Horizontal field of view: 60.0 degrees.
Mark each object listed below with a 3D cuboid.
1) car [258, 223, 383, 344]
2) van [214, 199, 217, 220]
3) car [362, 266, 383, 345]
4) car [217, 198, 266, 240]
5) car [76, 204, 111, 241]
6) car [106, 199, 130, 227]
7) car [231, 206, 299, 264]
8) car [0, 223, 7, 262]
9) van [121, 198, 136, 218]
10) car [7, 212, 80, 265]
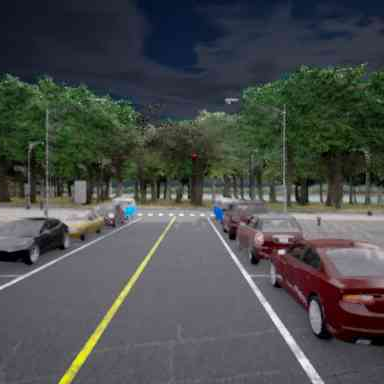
[{"bbox_3d":[2.748,1.561,6.466,1.887,1.381,4.507,0,0,0],"label":"car"},{"bbox_3d":[2.705,1.406,22.779,1.690,1.788,3.998,0,0,0],"label":"van"},{"bbox_3d":[2.762,1.527,1.198,1.752,1.417,4.829,0,0,0],"label":"car"},{"bbox_3d":[2.719,1.363,17.342,2.192,1.841,5.009,0,0,0],"label":"car"},{"bbox_3d":[-5.805,1.581,17.149,1.752,1.417,4.829,0,0,0],"label":"car"},{"bbox_3d":[-5.820,1.513,22.756,1.967,1.590,4.097,0,0,0],"label":"car"},{"bbox_3d":[2.734,1.472,11.903,1.967,1.590,4.097,0,0,0],"label":"car"},{"bbox_3d":[-5.777,1.549,6.274,1.752,1.417,4.829,0,0,0],"label":"car"},{"bbox_3d":[-5.834,1.431,28.194,1.690,1.788,3.998,0,0,0],"label":"van"},{"bbox_3d":[-5.791,1.606,11.881,1.947,1.339,4.313,0,0,0],"label":"car"}]
